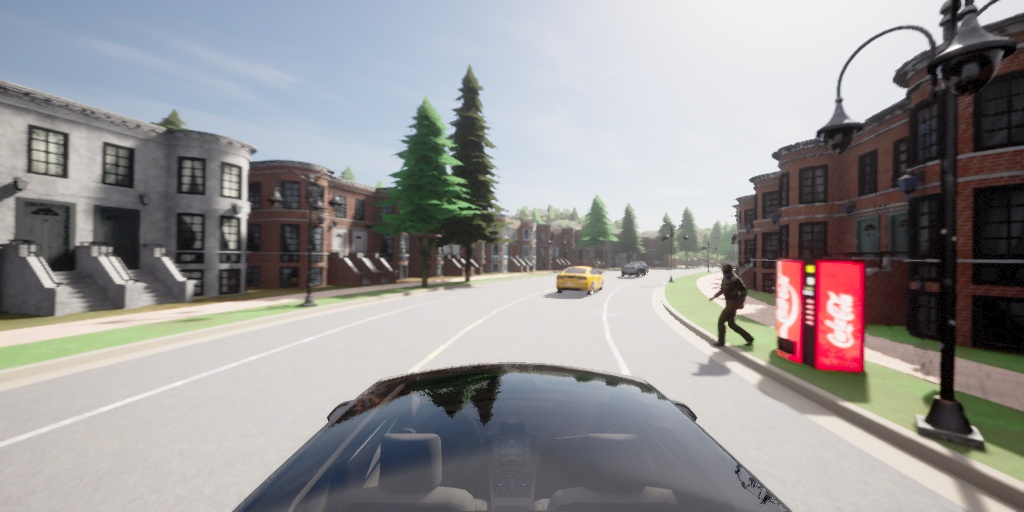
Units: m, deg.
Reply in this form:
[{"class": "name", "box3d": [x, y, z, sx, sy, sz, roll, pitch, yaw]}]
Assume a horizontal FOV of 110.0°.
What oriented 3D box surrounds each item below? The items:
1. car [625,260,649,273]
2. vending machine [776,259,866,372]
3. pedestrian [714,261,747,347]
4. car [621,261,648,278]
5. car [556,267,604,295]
[{"class": "car", "box3d": [18.679, 1.561, 53.573, 2.097, 1.767, 4.553, 1, 0, 37]}, {"class": "vending machine", "box3d": [5.631, 1.043, 6.635, 1.100, 2.100, 0.880, 0, 0, 7]}, {"class": "pedestrian", "box3d": [4.585, 0.978, 7.539, 0.375, 1.860, 0.375, 1, 0, 8]}, {"class": "car", "box3d": [13.404, 1.573, 39.377, 2.128, 1.511, 4.902, 1, 0, 32]}, {"class": "car", "box3d": [4.068, 1.359, 21.000, 1.882, 1.535, 5.008, 1, 0, 25]}]
